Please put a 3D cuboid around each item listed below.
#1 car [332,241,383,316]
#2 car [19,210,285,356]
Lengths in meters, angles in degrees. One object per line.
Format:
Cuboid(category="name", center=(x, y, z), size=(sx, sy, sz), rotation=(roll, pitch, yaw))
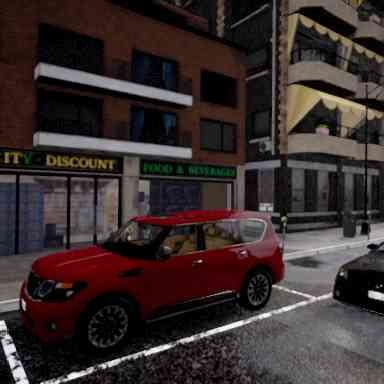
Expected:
Cuboid(category="car", center=(4.733, 1.563, 6.752), size=(4.181, 1.385, 1.994), rotation=(0, 0, -36))
Cuboid(category="car", center=(-0.382, 1.315, 6.268), size=(5.009, 1.841, 2.192), rotation=(0, 1, -35))
